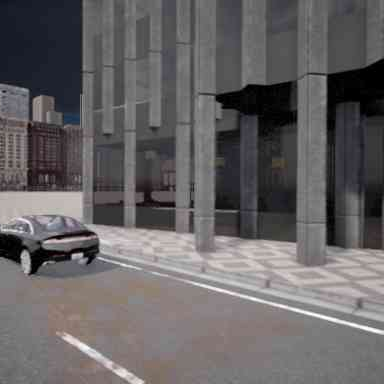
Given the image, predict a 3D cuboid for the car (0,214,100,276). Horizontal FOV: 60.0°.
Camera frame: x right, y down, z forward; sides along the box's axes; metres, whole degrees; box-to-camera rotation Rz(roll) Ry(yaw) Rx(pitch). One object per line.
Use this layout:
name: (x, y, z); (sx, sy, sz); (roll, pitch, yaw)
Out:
car: (-4.745, 1.445, 10.328); (4.902, 1.511, 2.128); (0, 0, 43)
